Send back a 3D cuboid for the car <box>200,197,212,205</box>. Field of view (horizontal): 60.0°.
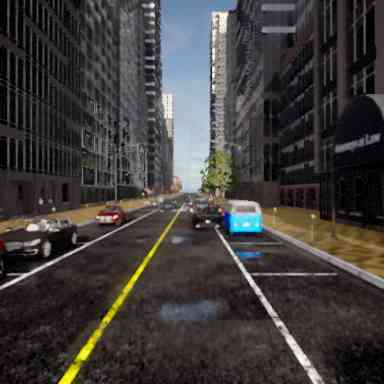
[{"bbox_3d":[2.669,1.644,63.817,2.008,1.369,4.403,0,0,0],"label":"car"}]

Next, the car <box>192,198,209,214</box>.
[{"bbox_3d":[0.887,1.518,37.487,1.801,1.575,5.366,0,0,0],"label":"car"}]

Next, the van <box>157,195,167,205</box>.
[{"bbox_3d":[-5.711,1.434,63.818,1.690,1.788,3.998,0,0,0],"label":"van"}]

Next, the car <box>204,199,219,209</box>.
[{"bbox_3d":[2.674,1.659,46.740,1.802,1.307,4.206,0,0,0],"label":"car"}]

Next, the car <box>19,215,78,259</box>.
[{"bbox_3d":[-5.695,1.573,12.586,2.008,1.369,4.403,0,0,0],"label":"car"}]

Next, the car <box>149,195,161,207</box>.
[{"bbox_3d":[-5.708,1.635,52.433,2.008,1.369,4.403,0,0,0],"label":"car"}]

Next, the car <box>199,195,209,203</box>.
[{"bbox_3d":[2.665,1.535,75.202,1.967,1.590,4.097,0,0,0],"label":"car"}]

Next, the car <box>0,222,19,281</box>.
[{"bbox_3d":[-5.693,1.453,6.894,1.967,1.590,4.097,0,0,0],"label":"car"}]

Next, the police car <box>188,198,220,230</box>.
[{"bbox_3d":[0.892,1.462,21.406,1.930,1.638,5.238,0,0,0],"label":"police car"}]

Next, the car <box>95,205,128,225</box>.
[{"bbox_3d":[-5.699,1.622,23.970,1.802,1.307,4.206,0,0,0],"label":"car"}]

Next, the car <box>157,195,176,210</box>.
[{"bbox_3d":[-3.103,1.577,44.176,1.837,1.490,4.892,0,0,0],"label":"car"}]

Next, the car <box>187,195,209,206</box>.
[{"bbox_3d":[0.839,1.404,31.259,2.097,1.767,4.553,0,0,-1],"label":"car"}]

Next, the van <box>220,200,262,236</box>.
[{"bbox_3d":[2.684,1.373,18.279,1.690,1.788,3.998,0,0,0],"label":"van"}]

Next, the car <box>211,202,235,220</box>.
[{"bbox_3d":[2.680,1.632,29.662,1.802,1.307,4.206,0,0,0],"label":"car"}]

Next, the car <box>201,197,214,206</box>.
[{"bbox_3d":[2.671,1.641,58.125,2.008,1.369,4.403,0,0,0],"label":"car"}]

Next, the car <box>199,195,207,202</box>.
[{"bbox_3d":[2.663,1.535,80.894,1.967,1.590,4.097,0,0,0],"label":"car"}]
